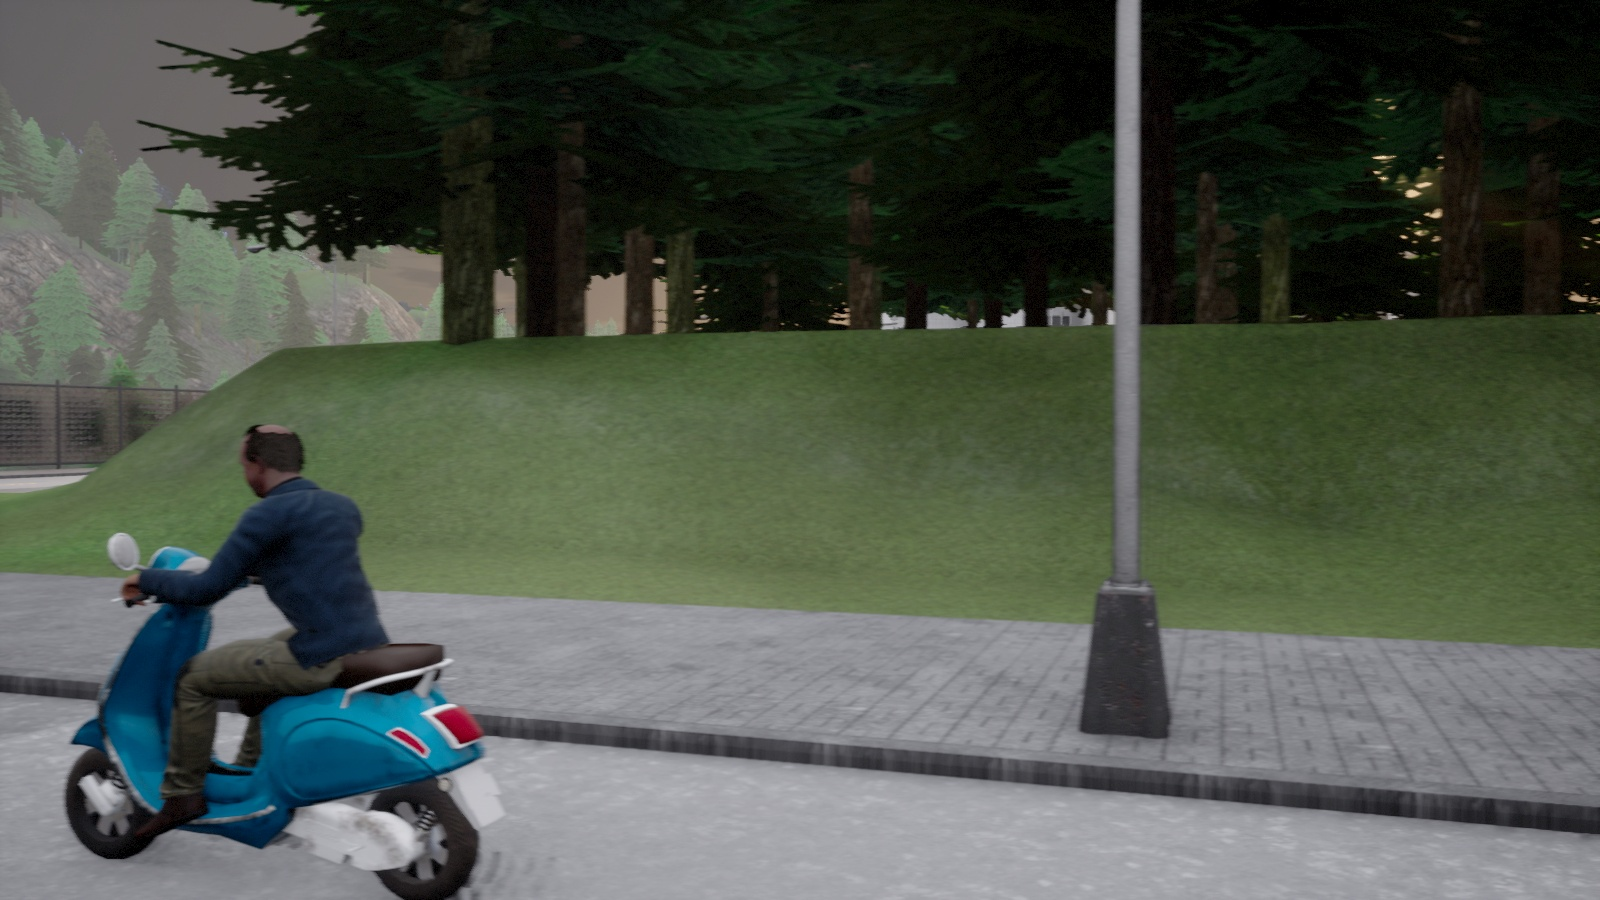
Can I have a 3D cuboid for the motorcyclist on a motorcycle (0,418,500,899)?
[{"bbox_3d":[-2.088,0.689,4.421,1.817,1.590,0.866,1,1,19],"label":"motorcyclist on a motorcycle"}]
